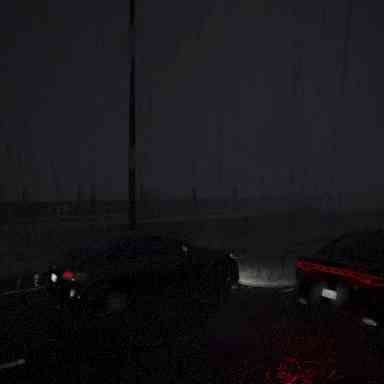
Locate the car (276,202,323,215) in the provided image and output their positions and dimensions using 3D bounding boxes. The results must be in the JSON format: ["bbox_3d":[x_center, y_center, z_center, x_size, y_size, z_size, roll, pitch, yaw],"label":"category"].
[{"bbox_3d":[8.948,1.553,27.455,4.674,1.442,1.812,0,0,-36],"label":"car"}]

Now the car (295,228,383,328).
[{"bbox_3d":[4.209,1.475,6.751,5.008,1.535,1.882,0,0,-36],"label":"car"}]

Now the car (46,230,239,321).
[{"bbox_3d":[-0.947,1.563,7.370,4.181,1.385,1.994,0,0,-36],"label":"car"}]
